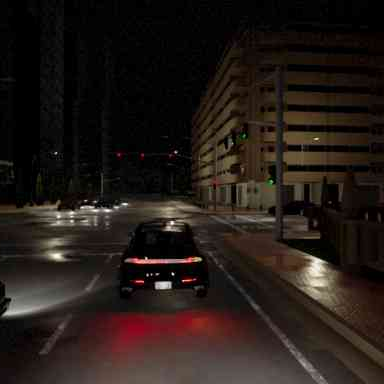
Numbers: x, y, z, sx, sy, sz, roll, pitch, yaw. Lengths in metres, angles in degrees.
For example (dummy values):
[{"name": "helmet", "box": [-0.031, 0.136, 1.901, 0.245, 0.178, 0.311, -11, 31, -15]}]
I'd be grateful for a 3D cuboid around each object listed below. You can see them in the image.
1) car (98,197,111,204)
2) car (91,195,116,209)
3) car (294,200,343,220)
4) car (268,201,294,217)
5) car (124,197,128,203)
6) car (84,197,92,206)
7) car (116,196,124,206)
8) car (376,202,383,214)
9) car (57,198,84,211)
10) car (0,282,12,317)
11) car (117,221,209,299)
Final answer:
[{"name": "car", "box": [-17.698, 1.597, 67.335, 1.895, 1.301, 4.718, 0, 0, -6]}, {"name": "car", "box": [-11.802, 1.525, 44.790, 1.812, 1.442, 4.674, 0, 0, -5]}, {"name": "car", "box": [11.627, 1.547, 28.096, 4.902, 1.511, 2.128, 0, 0, -6]}, {"name": "car", "box": [9.696, 1.533, 31.399, 5.008, 1.535, 1.882, 0, 0, -7]}, {"name": "car", "box": [-14.228, 1.600, 67.804, 1.895, 1.301, 4.718, 0, 0, -6]}, {"name": "car", "box": [-16.115, 1.547, 51.994, 2.033, 1.411, 5.357, 0, 0, -6]}, {"name": "car", "box": [-12.788, 1.352, 53.789, 2.097, 1.767, 4.553, 0, 0, -6]}, {"name": "car", "box": [21.059, 1.275, 32.699, 5.566, 2.045, 2.150, 0, 0, -7]}, {"name": "car", "box": [-14.859, 1.525, 40.415, 1.812, 1.442, 4.674, 0, 0, -6]}, {"name": "car", "box": [-3.775, 1.547, 3.047, 2.033, 1.411, 5.357, 0, 0, -4]}, {"name": "car", "box": [-0.711, 1.491, 8.491, 2.128, 1.511, 4.902, 0, 0, -4]}]
